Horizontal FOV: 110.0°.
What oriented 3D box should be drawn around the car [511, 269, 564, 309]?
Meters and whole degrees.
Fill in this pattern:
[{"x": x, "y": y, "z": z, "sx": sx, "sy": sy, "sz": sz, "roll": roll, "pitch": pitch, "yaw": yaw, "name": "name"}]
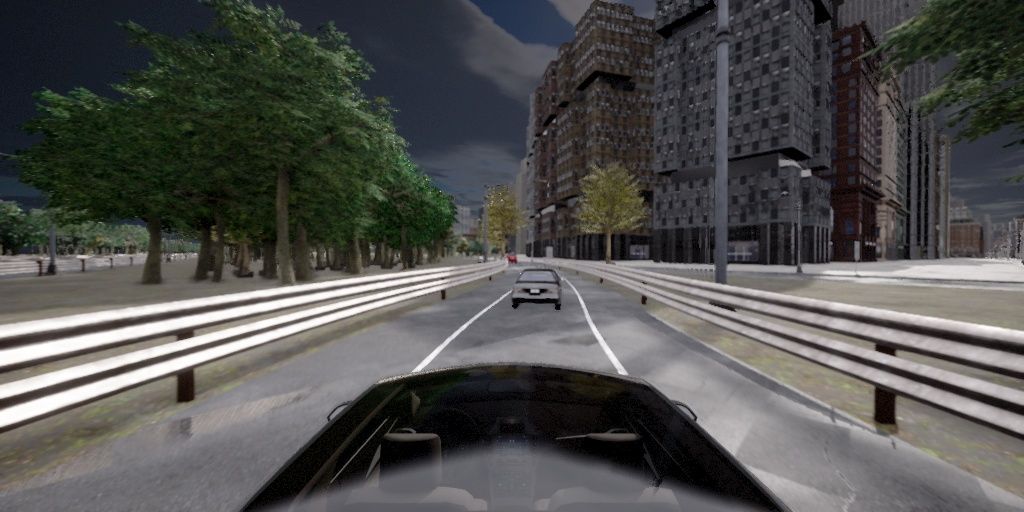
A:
[{"x": 1.092, "y": 1.213, "z": 14.585, "sx": 2.033, "sy": 1.411, "sz": 5.357, "roll": 0, "pitch": 0, "yaw": 7, "name": "car"}]
